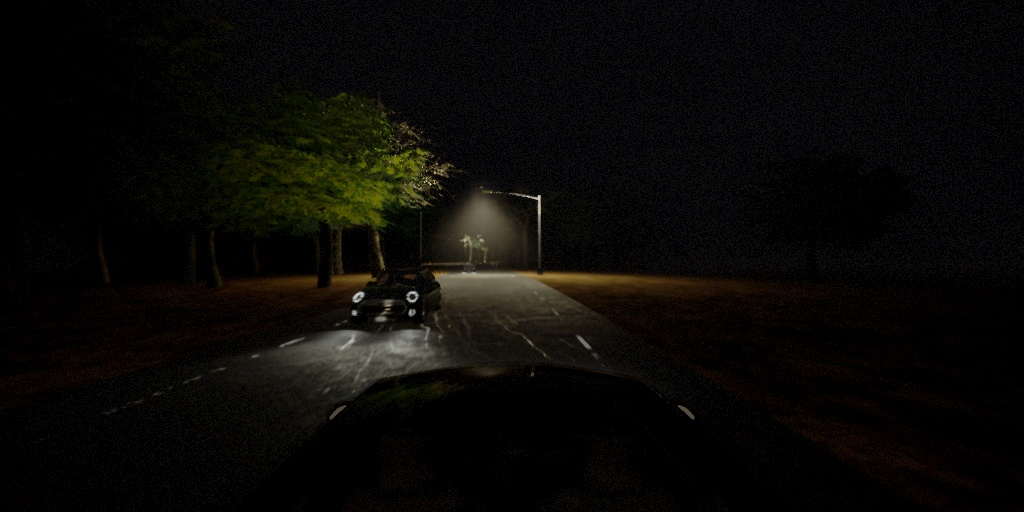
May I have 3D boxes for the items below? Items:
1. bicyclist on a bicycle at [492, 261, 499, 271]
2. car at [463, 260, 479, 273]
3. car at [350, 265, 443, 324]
[{"bbox_3d":[-2.607,1.721,61.113,0.582,1.620,1.656,0,-1,-7],"label":"bicyclist on a bicycle"},{"bbox_3d":[-6.422,1.792,54.593,2.033,1.411,5.357,0,0,-5],"label":"car"},{"bbox_3d":[-3.751,1.207,12.373,2.097,1.767,4.553,0,-1,-1],"label":"car"}]
